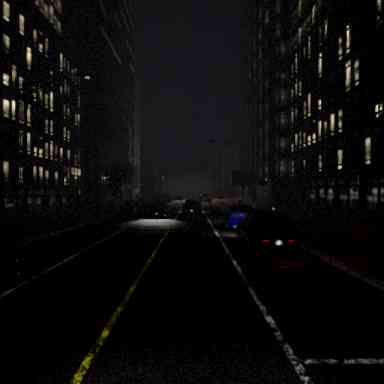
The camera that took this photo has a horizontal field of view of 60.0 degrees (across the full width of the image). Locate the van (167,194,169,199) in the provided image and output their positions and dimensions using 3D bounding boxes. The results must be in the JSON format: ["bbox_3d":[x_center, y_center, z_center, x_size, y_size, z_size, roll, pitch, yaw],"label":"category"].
[{"bbox_3d":[-5.391,1.372,56.993,1.690,1.788,3.998,0,0,0],"label":"van"}]

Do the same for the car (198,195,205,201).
[{"bbox_3d":[2.447,1.583,90.525,1.752,1.417,4.829,0,0,0],"label":"car"}]

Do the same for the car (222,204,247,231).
[{"bbox_3d":[2.987,1.486,20.926,1.882,1.535,5.008,0,0,0],"label":"car"}]

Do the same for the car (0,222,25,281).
[{"bbox_3d":[-5.326,1.442,6.965,1.967,1.590,4.097,0,0,0],"label":"car"}]

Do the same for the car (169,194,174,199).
[{"bbox_3d":[-5.405,1.354,68.110,2.192,1.841,5.009,0,0,0],"label":"car"}]

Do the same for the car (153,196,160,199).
[{"bbox_3d":[-5.368,1.571,40.316,2.008,1.369,4.403,0,0,0],"label":"car"}]

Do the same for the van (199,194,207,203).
[{"bbox_3d":[2.468,1.385,73.679,1.690,1.788,3.998,0,0,0],"label":"van"}]

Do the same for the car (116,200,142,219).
[{"bbox_3d":[-5.354,1.453,29.200,1.967,1.590,4.097,0,0,0],"label":"car"}]

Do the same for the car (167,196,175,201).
[{"bbox_3d":[-5.426,1.635,84.786,1.802,1.307,4.206,0,0,0],"label":"car"}]

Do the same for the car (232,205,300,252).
[{"bbox_3d":[3.002,1.509,13.926,1.837,1.490,4.892,0,0,0],"label":"car"}]

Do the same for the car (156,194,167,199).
[{"bbox_3d":[-5.383,1.467,51.434,1.967,1.590,4.097,0,0,0],"label":"car"}]

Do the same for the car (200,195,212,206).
[{"bbox_3d":[2.490,1.582,57.003,2.008,1.369,4.403,0,0,0],"label":"car"}]

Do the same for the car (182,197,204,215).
[{"bbox_3d":[-0.002,1.521,33.905,1.837,1.490,4.892,0,0,0],"label":"car"}]

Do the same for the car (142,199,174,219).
[{"bbox_3d":[-2.886,1.577,29.011,1.994,1.385,4.181,0,0,0],"label":"car"}]

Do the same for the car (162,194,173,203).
[{"bbox_3d":[-5.412,1.359,73.669,2.192,1.841,5.009,0,0,0],"label":"car"}]
